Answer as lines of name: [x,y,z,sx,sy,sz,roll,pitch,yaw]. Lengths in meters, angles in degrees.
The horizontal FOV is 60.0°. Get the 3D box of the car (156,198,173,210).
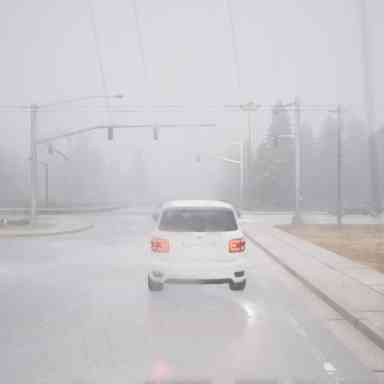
car: [-3.588,1.563,44.274,1.994,1.385,4.181,0,0,0]

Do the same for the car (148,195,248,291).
car: [0.067,1.218,9.137,2.150,2.045,5.566,0,0,-2]

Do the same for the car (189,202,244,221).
car: [2.051,1.576,27.691,4.181,1.385,1.994,0,0,25]

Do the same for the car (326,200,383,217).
car: [14.898,1.518,30.544,4.902,1.511,2.128,0,0,1]
